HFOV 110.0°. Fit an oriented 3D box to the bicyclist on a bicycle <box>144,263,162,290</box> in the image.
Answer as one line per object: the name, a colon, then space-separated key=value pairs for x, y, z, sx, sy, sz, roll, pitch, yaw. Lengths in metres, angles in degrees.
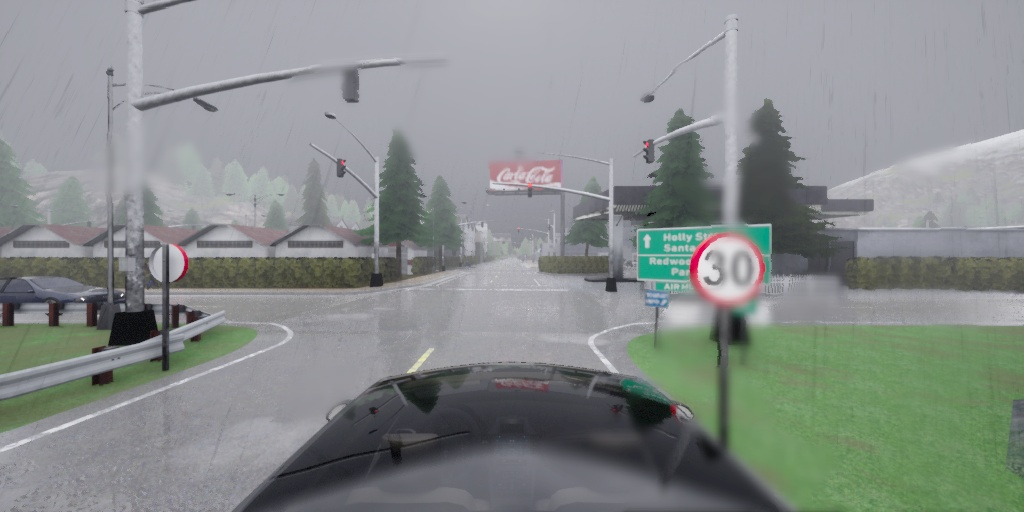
bicyclist on a bicycle: x=-21.672 y=1.243 z=21.339 sx=0.582 sy=1.620 sz=1.656 roll=0 pitch=0 yaw=1

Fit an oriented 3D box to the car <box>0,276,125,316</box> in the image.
car: x=-18.321 y=1.489 z=13.778 sx=5.357 sy=1.411 sz=2.033 roll=0 pitch=0 yaw=-2
